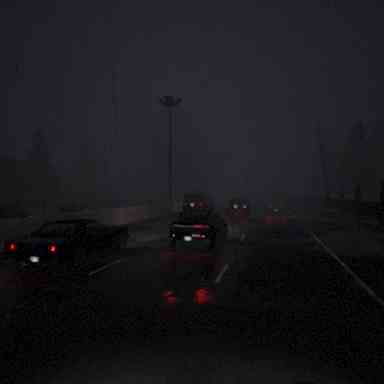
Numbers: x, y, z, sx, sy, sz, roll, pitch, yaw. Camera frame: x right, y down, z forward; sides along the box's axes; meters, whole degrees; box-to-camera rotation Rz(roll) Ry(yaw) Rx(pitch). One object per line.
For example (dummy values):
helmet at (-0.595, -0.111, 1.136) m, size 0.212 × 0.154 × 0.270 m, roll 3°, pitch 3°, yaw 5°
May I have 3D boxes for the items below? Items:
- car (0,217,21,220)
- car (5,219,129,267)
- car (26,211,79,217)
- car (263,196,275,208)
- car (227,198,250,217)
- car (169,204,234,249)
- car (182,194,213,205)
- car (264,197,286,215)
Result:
car at (-12.597, 1.563, 21.388) m, size 1.994 × 1.385 × 4.181 m, roll 0°, pitch 0°, yaw 13°
car at (-3.917, 1.600, 11.523) m, size 1.895 × 1.301 × 4.718 m, roll 0°, pitch 0°, yaw 13°
car at (-8.746, 1.600, 22.477) m, size 1.895 × 1.301 × 4.718 m, roll 0°, pitch 0°, yaw 13°
car at (10.433, 1.351, 43.834) m, size 2.097 × 1.767 × 4.553 m, roll 0°, pitch 0°, yaw 10°
car at (4.403, 1.352, 31.699) m, size 2.097 × 1.767 × 4.553 m, roll 0°, pitch 0°, yaw 13°
car at (0.411, 1.491, 14.657) m, size 2.128 × 1.511 × 4.902 m, roll 0°, pitch 0°, yaw 13°
car at (0.644, 1.217, 30.988) m, size 2.150 × 2.045 × 5.566 m, roll 0°, pitch 0°, yaw 13°
car at (8.555, 1.525, 34.146) m, size 1.812 × 1.442 × 4.674 m, roll 0°, pitch 0°, yaw 13°
